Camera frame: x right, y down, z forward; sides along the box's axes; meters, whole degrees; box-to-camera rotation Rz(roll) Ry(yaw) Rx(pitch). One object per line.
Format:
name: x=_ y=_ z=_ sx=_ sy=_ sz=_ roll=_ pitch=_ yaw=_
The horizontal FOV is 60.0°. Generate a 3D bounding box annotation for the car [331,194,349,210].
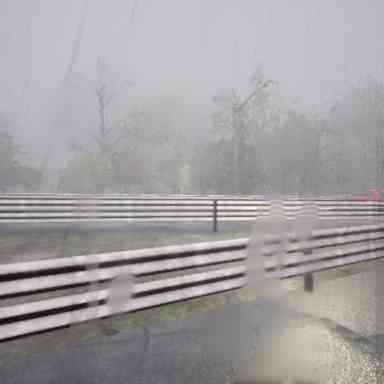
car: x=15.466 y=0.984 z=31.219 sx=4.553 sy=1.767 sz=2.097 roll=1 pitch=0 yaw=-15

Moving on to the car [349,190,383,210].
car: x=16.445 y=0.864 z=27.856 sx=5.566 sy=2.045 sz=2.150 roll=1 pitch=0 yaw=-15
